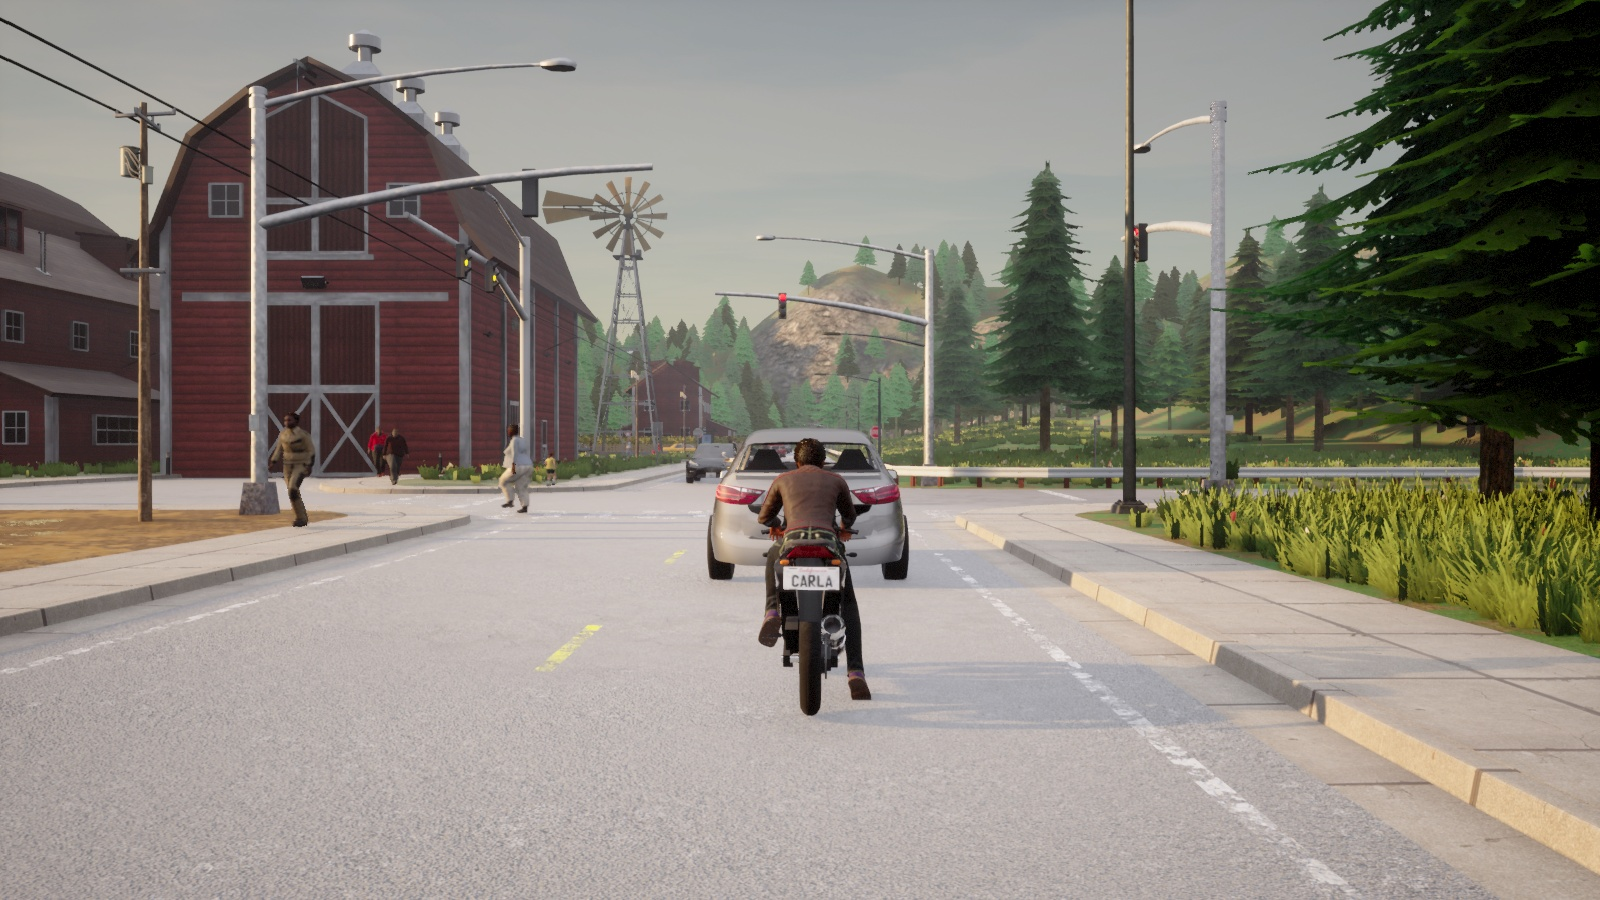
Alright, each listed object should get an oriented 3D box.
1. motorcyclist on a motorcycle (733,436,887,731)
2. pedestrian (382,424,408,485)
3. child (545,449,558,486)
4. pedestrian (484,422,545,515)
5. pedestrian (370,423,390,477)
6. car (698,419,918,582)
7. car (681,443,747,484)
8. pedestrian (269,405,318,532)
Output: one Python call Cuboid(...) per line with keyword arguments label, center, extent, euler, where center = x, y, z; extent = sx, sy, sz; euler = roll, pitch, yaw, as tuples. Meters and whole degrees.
Cuboid(label="motorcyclist on a motorcycle", center=(0.058, 0.686, 7.516), extent=(0.797, 1.523, 2.044), euler=(0, 0, 0))
Cuboid(label="pedestrian", center=(-12.358, 0.122, 38.309), extent=(0.634, 1.844, 0.899), euler=(0, 0, -27))
Cuboid(label="child", center=(-7.634, 0.529, 38.546), extent=(0.255, 1.110, 0.394), euler=(0, 0, 10))
Cuboid(label="pedestrian", center=(-5.832, 0.362, 25.711), extent=(0.900, 1.855, 0.874), euler=(0, 0, 16))
Cuboid(label="pedestrian", center=(-14.537, 0.002, 43.469), extent=(0.634, 1.844, 0.899), euler=(0, 0, -18))
Cuboid(label="car", center=(0.100, 0.505, 15.143), extent=(2.242, 1.667, 4.611), euler=(0, 0, 1))
Cuboid(label="car", center=(-3.211, 0.474, 47.878), extent=(2.163, 1.488, 4.792), euler=(0, 0, 0))
Cuboid(label="pedestrian", center=(-7.829, 0.280, 19.425), extent=(0.396, 1.930, 0.692), euler=(0, 0, 11))
